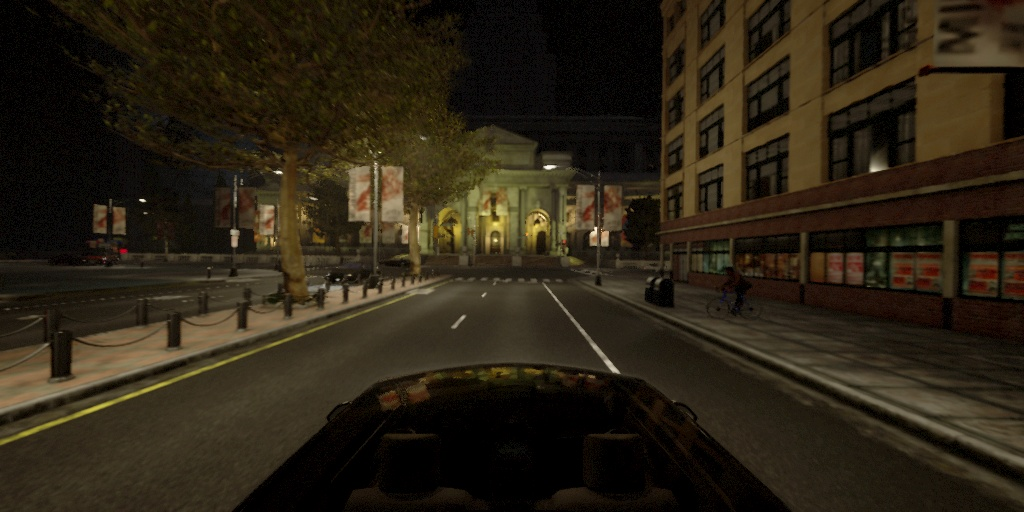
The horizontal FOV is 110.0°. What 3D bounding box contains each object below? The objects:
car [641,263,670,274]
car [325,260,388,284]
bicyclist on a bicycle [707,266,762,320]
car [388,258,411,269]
[{"bbox_3d":[18.691,1.575,44.759,4.718,1.301,1.895,1,0,3],"label":"car"},{"bbox_3d":[-10.980,1.115,25.428,2.033,1.411,5.357,1,0,1],"label":"car"},{"bbox_3d":[6.704,1.137,10.803,1.656,1.620,0.582,1,0,1],"label":"bicyclist on a bicycle"},{"bbox_3d":[-15.560,0.968,48.413,4.902,1.511,2.128,1,0,17],"label":"car"}]
